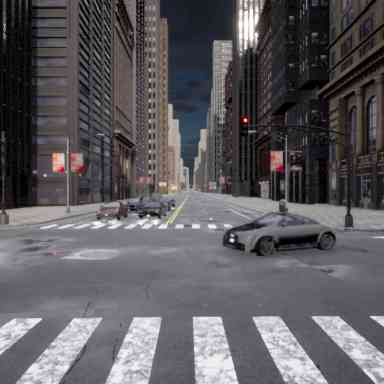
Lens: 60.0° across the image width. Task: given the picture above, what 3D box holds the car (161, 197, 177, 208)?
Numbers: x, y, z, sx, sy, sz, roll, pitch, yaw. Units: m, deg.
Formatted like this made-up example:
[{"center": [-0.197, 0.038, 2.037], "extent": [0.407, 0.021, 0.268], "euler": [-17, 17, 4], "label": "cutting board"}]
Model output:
[{"center": [-3.420, 1.513, 49.802], "extent": [2.033, 1.411, 5.357], "euler": [0, 0, 0], "label": "car"}]

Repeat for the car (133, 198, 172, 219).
[{"center": [-3.362, 1.533, 29.511], "extent": [2.033, 1.411, 5.357], "euler": [0, 0, 4], "label": "car"}]

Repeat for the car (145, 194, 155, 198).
[{"center": [-6.663, 1.474, 47.425], "extent": [1.837, 1.490, 4.892], "euler": [0, 0, 0], "label": "car"}]

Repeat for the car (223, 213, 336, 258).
[{"center": [3.255, 1.495, 12.436], "extent": [4.181, 1.385, 1.994], "euler": [-1, 0, -22], "label": "car"}]

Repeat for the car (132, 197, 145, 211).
[{"center": [-6.649, 1.579, 37.185], "extent": [1.895, 1.301, 4.718], "euler": [0, 0, 0], "label": "car"}]

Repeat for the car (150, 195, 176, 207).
[{"center": [-3.398, 1.468, 39.250], "extent": [2.128, 1.511, 4.902], "euler": [0, 0, 0], "label": "car"}]

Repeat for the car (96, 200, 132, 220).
[{"center": [-6.635, 1.512, 28.077], "extent": [1.812, 1.442, 4.674], "euler": [0, 0, 0], "label": "car"}]

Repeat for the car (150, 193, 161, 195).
[{"center": [-6.628, 1.171, 59.586], "extent": [2.150, 2.045, 5.566], "euler": [0, 0, 0], "label": "car"}]
